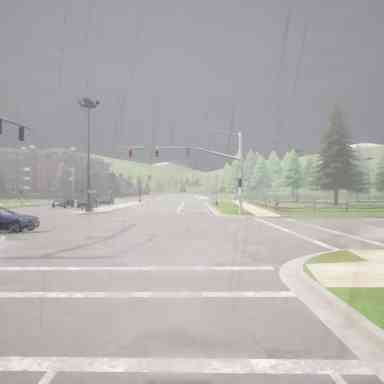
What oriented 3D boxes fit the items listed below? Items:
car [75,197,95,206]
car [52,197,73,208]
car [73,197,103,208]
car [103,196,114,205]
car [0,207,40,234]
[{"bbox_3d":[-18.421,1.564,57.494,1.994,1.385,4.181,0,0,0],"label":"car"},{"bbox_3d":[-18.438,1.491,47.741,2.128,1.511,4.902,0,0,0],"label":"car"},{"bbox_3d":[-14.934,1.547,48.121,2.033,1.411,5.357,0,0,0],"label":"car"},{"bbox_3d":[-14.920,1.505,58.203,1.837,1.490,4.892,0,0,0],"label":"car"},{"bbox_3d":[-10.963,1.525,18.493,4.674,1.442,1.812,0,0,-1],"label":"car"}]
